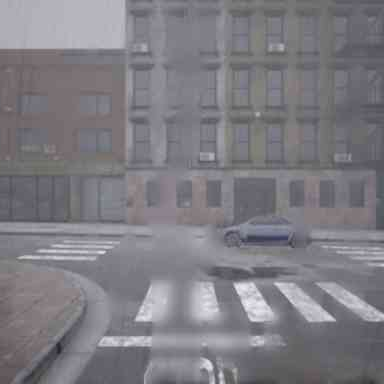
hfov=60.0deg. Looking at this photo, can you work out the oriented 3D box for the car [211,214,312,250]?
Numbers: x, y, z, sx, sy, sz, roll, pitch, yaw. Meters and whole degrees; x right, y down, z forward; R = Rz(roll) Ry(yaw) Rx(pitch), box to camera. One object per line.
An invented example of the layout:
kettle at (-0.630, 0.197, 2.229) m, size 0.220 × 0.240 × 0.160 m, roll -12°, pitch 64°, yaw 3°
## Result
car at (2.938, 1.645, 14.317) m, size 4.181 × 1.385 × 1.994 m, roll 1°, pitch 0°, yaw 0°
